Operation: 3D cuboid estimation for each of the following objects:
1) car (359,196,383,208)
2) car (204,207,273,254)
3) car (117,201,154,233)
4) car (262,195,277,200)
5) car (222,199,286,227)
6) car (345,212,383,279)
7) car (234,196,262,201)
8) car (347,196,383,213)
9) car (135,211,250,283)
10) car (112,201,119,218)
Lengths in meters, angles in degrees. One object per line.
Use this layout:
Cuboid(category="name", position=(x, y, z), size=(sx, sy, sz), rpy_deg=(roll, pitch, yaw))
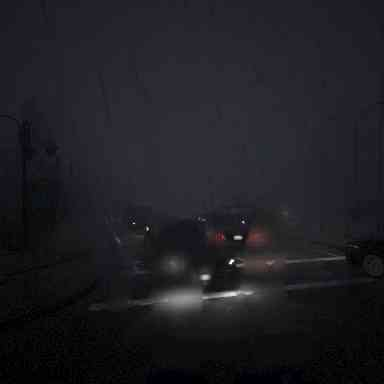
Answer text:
Cuboid(category="car", position=(23.893, 1.273, 43.200), size=(1.845, 1.501, 3.633), rpy_deg=(0, 0, -17))
Cuboid(category="car", position=(1.349, 1.538, 13.396), size=(2.033, 1.411, 5.357), rpy_deg=(0, 0, -4))
Cuboid(category="car", position=(-3.106, 1.529, 19.950), size=(2.033, 1.411, 5.357), rpy_deg=(0, 0, -17))
Cuboid(category="car", position=(10.335, 1.277, 47.123), size=(2.152, 1.636, 5.027), rpy_deg=(0, 0, -17))
Cuboid(category="car", position=(2.845, 1.466, 19.899), size=(5.357, 1.411, 2.033), rpy_deg=(-3, 1, -15))
Cuboid(category="car", position=(6.532, 1.475, 8.247), size=(5.008, 1.535, 1.882), rpy_deg=(0, 0, 39))
Cuboid(category="car", position=(7.347, 1.287, 46.166), size=(2.007, 1.523, 4.514), rpy_deg=(0, 0, -17))
Cuboid(category="car", position=(15.588, 1.356, 29.211), size=(1.970, 1.475, 3.806), rpy_deg=(0, 0, -17))
Cuboid(category="car", position=(-0.370, 1.543, 10.116), size=(2.033, 1.411, 5.357), rpy_deg=(0, 0, -15))
Cuboid(category="car", position=(-6.269, 1.515, 30.101), size=(2.033, 1.411, 5.357), rpy_deg=(0, 0, -17))
